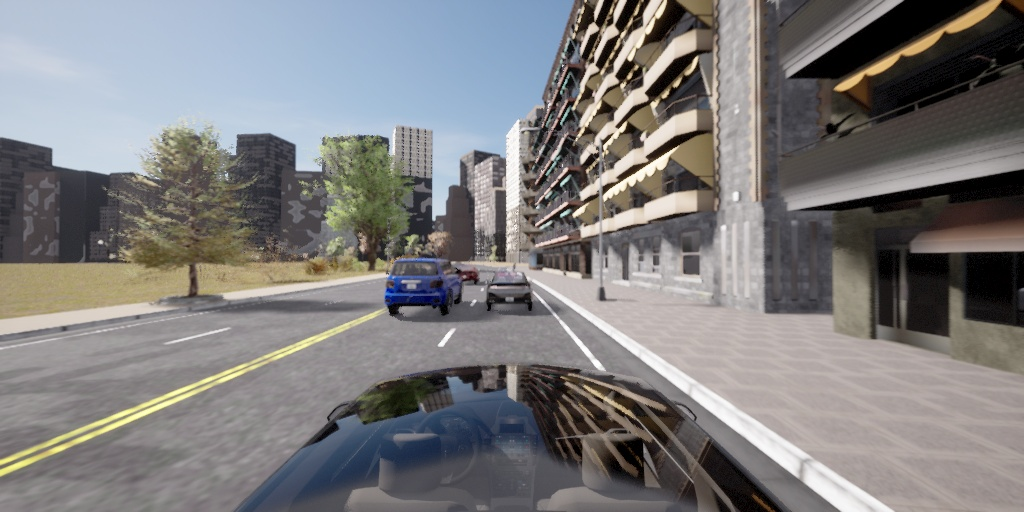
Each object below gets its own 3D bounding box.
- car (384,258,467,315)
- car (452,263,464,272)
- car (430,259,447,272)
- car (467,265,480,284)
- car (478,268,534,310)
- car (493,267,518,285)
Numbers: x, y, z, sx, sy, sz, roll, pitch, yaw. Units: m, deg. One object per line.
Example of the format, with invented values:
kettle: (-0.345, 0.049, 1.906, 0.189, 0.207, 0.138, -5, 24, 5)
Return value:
car: (-3.351, 1.112, 14.510, 2.150, 2.045, 5.566, 0, 0, -1)
car: (-9.237, 1.898, 61.650, 1.837, 1.490, 4.892, 0, -1, -4)
car: (-12.441, 1.610, 61.286, 2.150, 2.045, 5.566, 0, -1, -4)
car: (-3.862, 1.544, 31.223, 1.882, 1.535, 5.008, 0, 0, -2)
car: (-0.110, 1.390, 15.504, 2.128, 1.511, 4.902, 0, 0, -1)
car: (-0.579, 1.658, 30.354, 1.895, 1.301, 4.718, 0, -1, -2)
